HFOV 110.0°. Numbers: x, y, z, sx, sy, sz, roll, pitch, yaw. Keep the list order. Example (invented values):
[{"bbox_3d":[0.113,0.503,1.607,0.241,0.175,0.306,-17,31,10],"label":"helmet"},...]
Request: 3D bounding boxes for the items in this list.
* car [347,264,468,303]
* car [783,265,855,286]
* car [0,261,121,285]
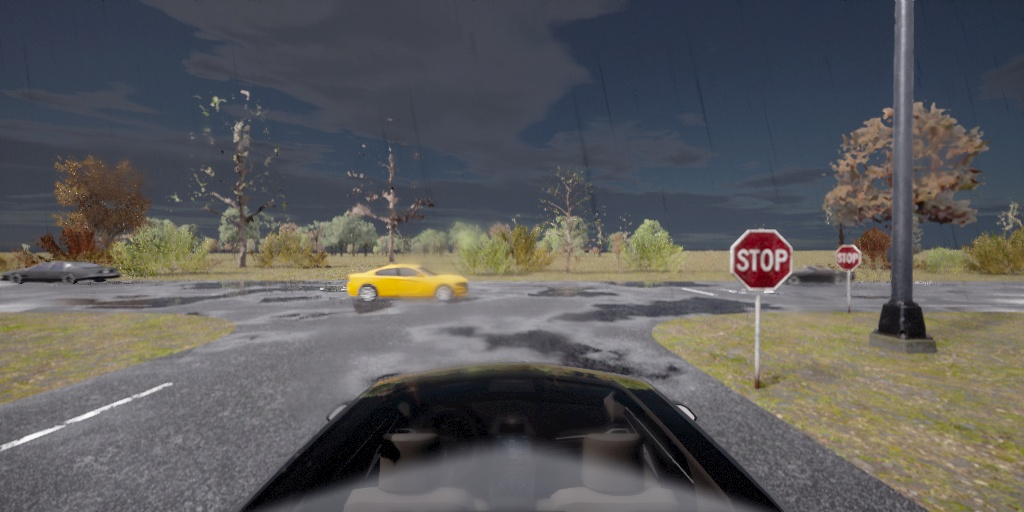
[{"bbox_3d":[-4.388,1.108,15.401,5.008,1.535,1.882,0,1,-1],"label":"car"},{"bbox_3d":[18.933,1.253,23.041,4.718,1.301,1.895,0,1,-2],"label":"car"},{"bbox_3d":[-27.205,1.007,21.750,5.357,1.411,2.033,0,1,-2],"label":"car"}]
